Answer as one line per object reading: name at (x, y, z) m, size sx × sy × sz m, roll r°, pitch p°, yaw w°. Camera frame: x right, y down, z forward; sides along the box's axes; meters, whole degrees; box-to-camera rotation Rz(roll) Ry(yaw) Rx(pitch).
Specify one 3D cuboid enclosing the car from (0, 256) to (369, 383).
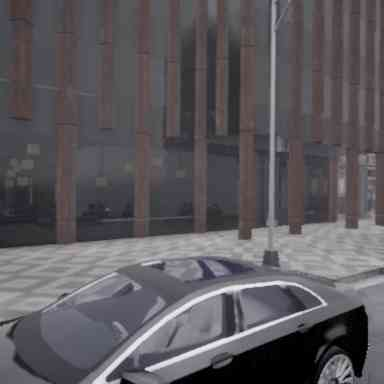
car at (-0.238, 1.483, 3.210) m, size 4.902 × 1.511 × 2.128 m, roll 0°, pitch 0°, yaw -34°
